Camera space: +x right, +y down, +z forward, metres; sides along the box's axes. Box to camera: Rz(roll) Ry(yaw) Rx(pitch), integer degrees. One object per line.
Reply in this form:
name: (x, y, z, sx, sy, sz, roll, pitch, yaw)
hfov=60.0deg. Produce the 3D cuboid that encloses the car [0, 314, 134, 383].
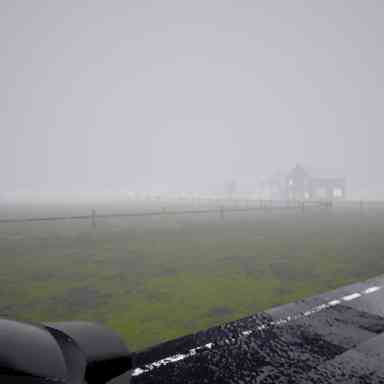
car: (-2.523, 1.510, 1.271, 4.892, 1.490, 1.837, 0, 0, -35)
